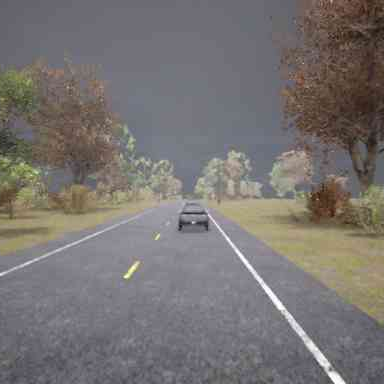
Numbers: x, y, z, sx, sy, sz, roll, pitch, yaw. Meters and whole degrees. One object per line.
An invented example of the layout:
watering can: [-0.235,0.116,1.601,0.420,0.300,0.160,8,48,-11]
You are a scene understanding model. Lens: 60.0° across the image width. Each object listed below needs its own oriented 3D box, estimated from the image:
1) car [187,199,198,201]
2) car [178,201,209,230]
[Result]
car: [0.099,1.675,40.458,1.837,1.490,4.892,0,0,0]
car: [0.098,1.568,21.462,2.128,1.511,4.902,0,0,0]
